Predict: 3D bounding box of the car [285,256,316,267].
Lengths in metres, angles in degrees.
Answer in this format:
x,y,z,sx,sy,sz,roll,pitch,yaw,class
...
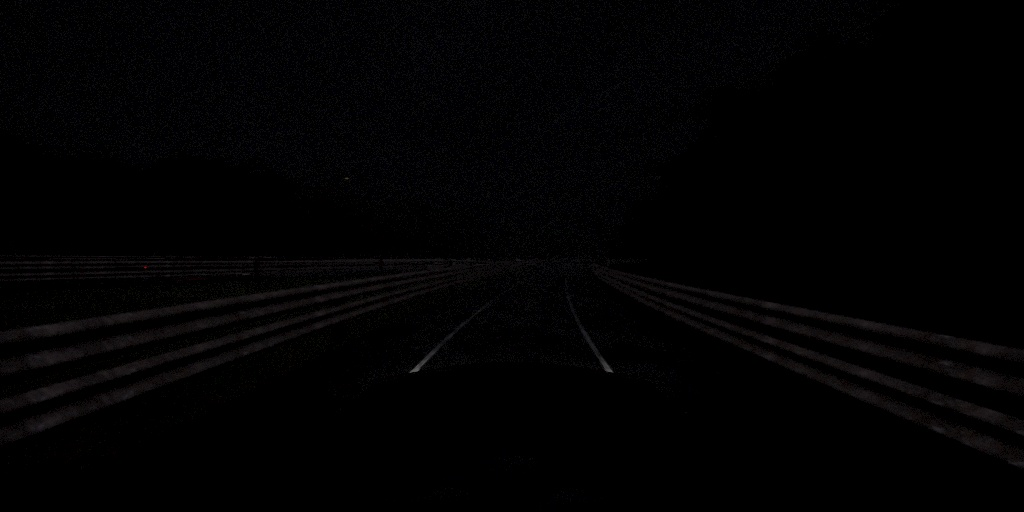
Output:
x,y,z,sx,sy,sz,roll,pitch,yaw,class
-23.093,0.798,37.495,2.128,1.511,4.902,2,1,27,car

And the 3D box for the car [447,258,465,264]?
x,y,z,sx,sy,sz,roll,pitch,yaw,class
-8.053,1.209,58.952,1.895,1.301,4.718,1,0,27,car

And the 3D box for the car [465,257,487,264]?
x,y,z,sx,sy,sz,roll,pitch,yaw,class
-4.954,1.002,57.321,2.097,1.767,4.553,1,0,27,car

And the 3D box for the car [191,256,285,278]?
x,y,z,sx,sy,sz,roll,pitch,yaw,class
-20.554,0.792,27.180,1.882,1.535,5.008,1,0,27,car

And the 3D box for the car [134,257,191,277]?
x,y,z,sx,sy,sz,roll,pitch,yaw,class
-24.586,0.799,27.011,2.033,1.411,5.357,1,0,27,car

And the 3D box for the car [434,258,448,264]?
x,y,z,sx,sy,sz,roll,pitch,yaw,class
-11.173,1.091,60.537,1.812,1.442,4.674,1,0,27,car
